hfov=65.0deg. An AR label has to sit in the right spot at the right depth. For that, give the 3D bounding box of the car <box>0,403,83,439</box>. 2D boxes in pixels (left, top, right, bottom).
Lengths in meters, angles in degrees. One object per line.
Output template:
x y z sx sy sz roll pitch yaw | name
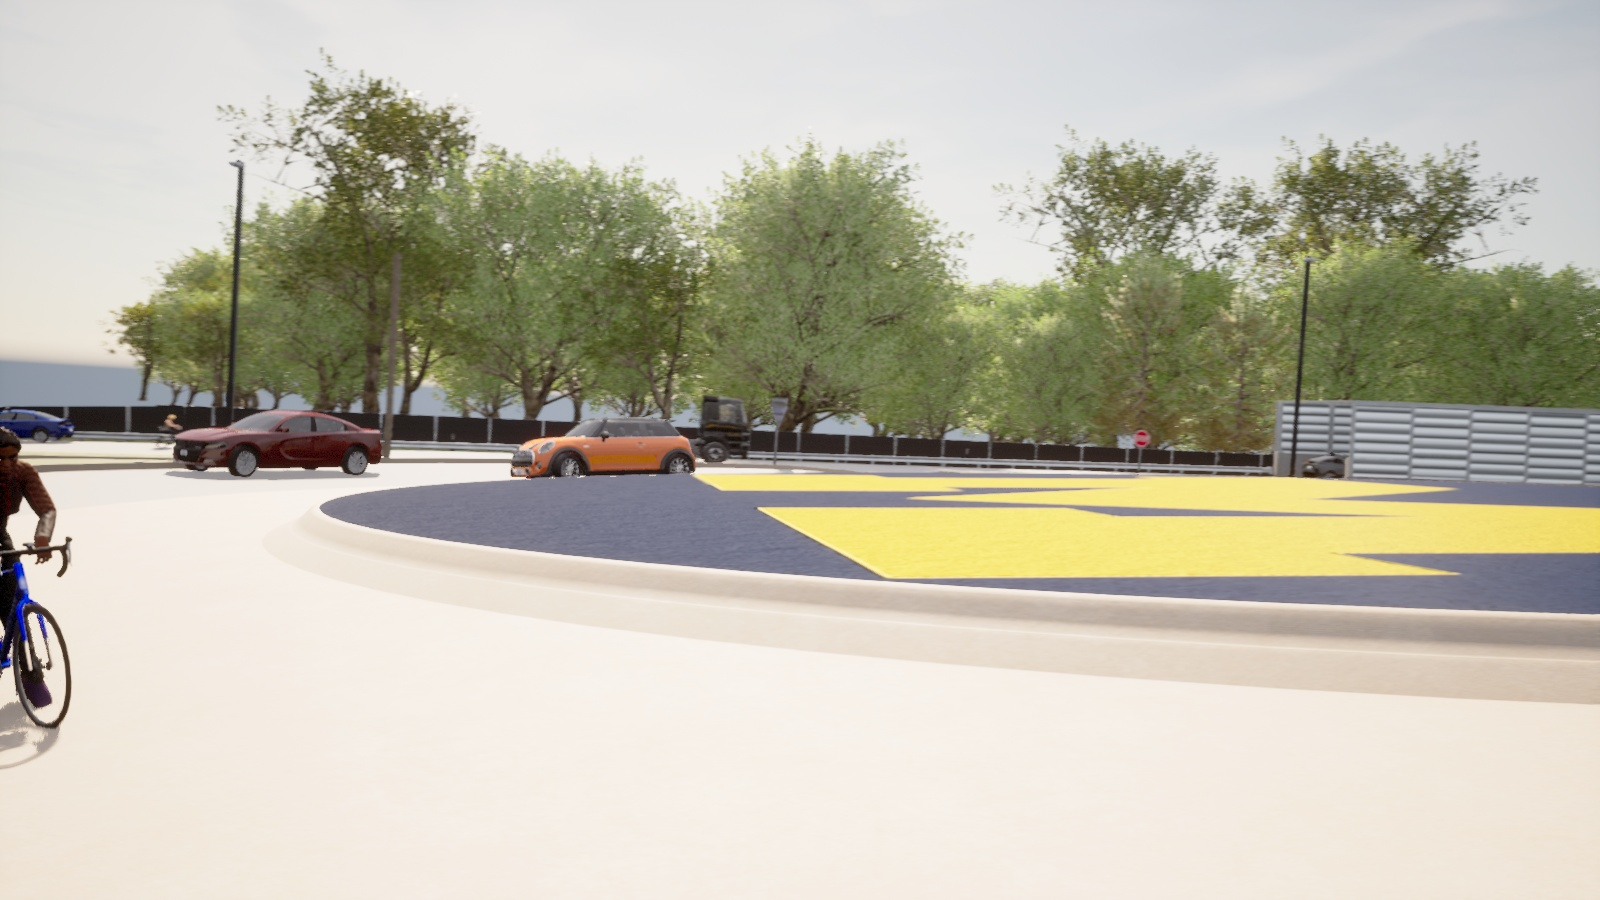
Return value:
-37.818 -1.434 60.814 5.008 1.535 1.882 2 2 -12 | car

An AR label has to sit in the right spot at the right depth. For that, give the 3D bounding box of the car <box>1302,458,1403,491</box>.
29.919 1.304 68.053 4.514 1.525 2.007 2 2 -7 | car

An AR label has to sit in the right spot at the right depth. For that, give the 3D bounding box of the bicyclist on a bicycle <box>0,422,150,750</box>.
-4.363 0.670 7.024 1.656 1.620 0.582 1 5 39 | bicyclist on a bicycle

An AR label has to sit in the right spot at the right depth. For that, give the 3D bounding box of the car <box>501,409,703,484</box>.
-4.948 -0.059 31.641 4.553 1.767 2.097 1 -1 -35 | car

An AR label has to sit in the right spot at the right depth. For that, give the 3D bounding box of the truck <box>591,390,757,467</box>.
-6.312 -1.096 62.578 7.936 3.462 2.891 2 2 -9 | truck

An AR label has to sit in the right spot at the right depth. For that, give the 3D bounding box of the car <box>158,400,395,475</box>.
-12.342 -0.280 29.964 1.882 1.535 5.008 5 2 31 | car
